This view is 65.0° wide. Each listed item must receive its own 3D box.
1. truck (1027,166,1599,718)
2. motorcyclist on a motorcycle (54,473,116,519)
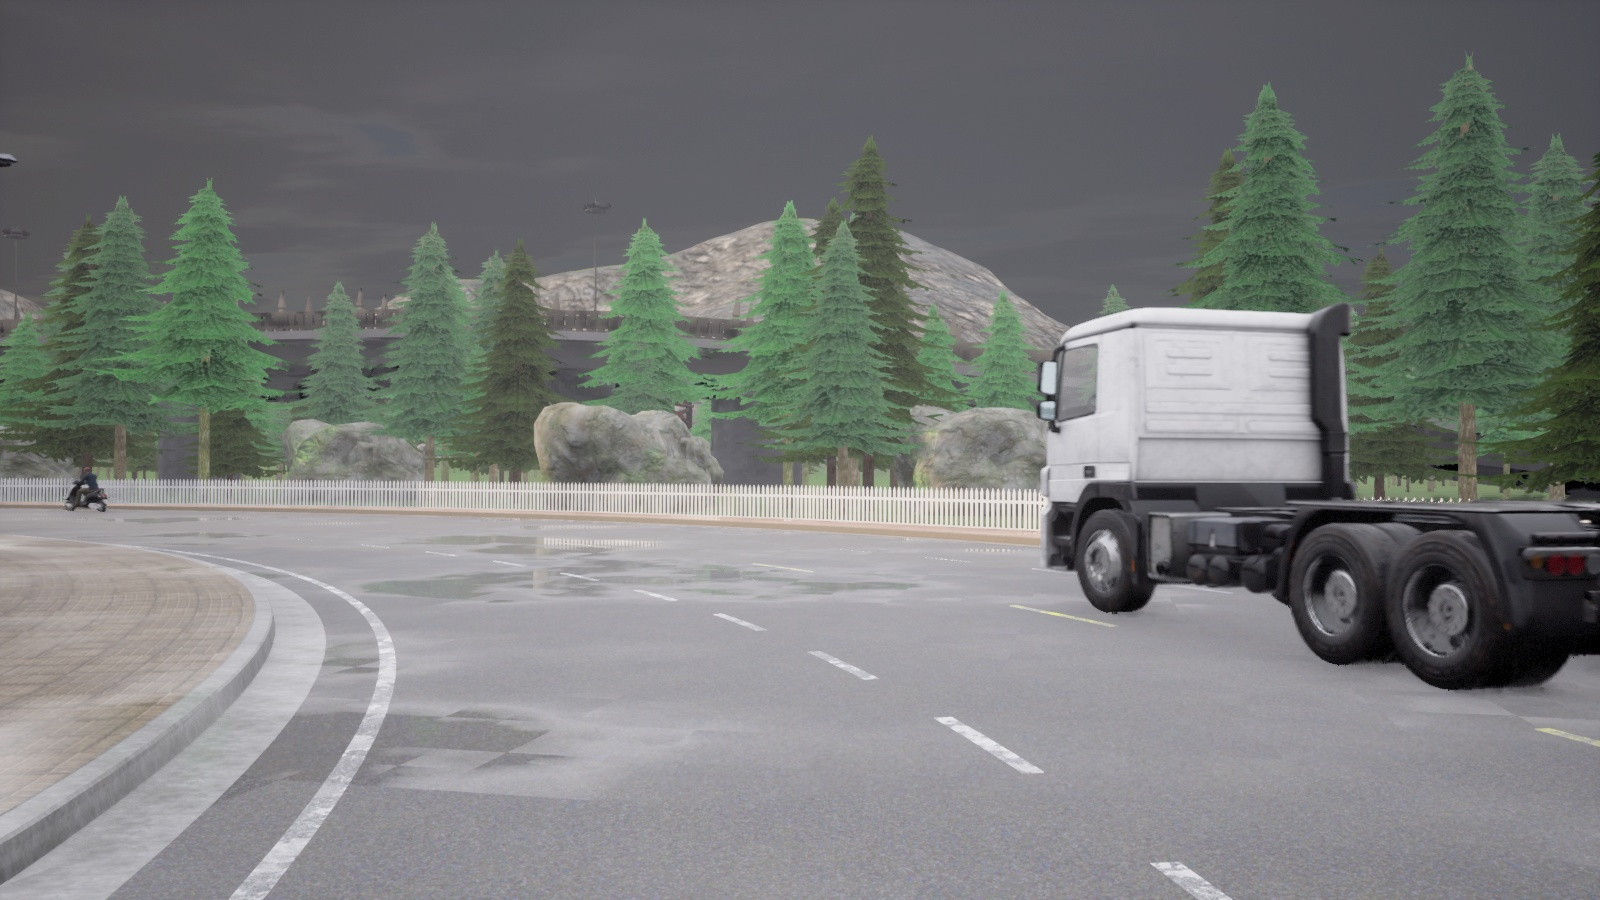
[{"bbox_3d":[5.218,0.014,12.075,2.891,3.462,7.936,0,-1,-15],"label":"truck"},{"bbox_3d":[-25.229,1.612,44.327,1.817,1.590,0.866,0,-1,14],"label":"motorcyclist on a motorcycle"}]
